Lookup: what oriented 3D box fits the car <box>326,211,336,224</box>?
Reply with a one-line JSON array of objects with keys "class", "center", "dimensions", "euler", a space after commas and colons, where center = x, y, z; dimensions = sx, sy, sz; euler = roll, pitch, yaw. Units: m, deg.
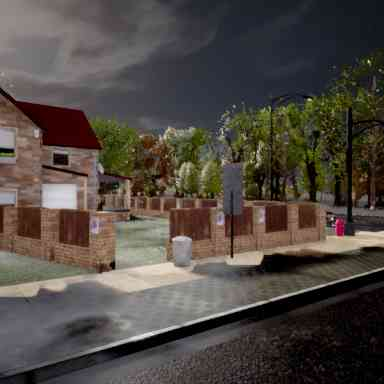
[{"class": "car", "center": [7.684, 1.469, 23.349], "dimensions": [1.812, 1.442, 4.674], "euler": [0, 0, -36]}]
